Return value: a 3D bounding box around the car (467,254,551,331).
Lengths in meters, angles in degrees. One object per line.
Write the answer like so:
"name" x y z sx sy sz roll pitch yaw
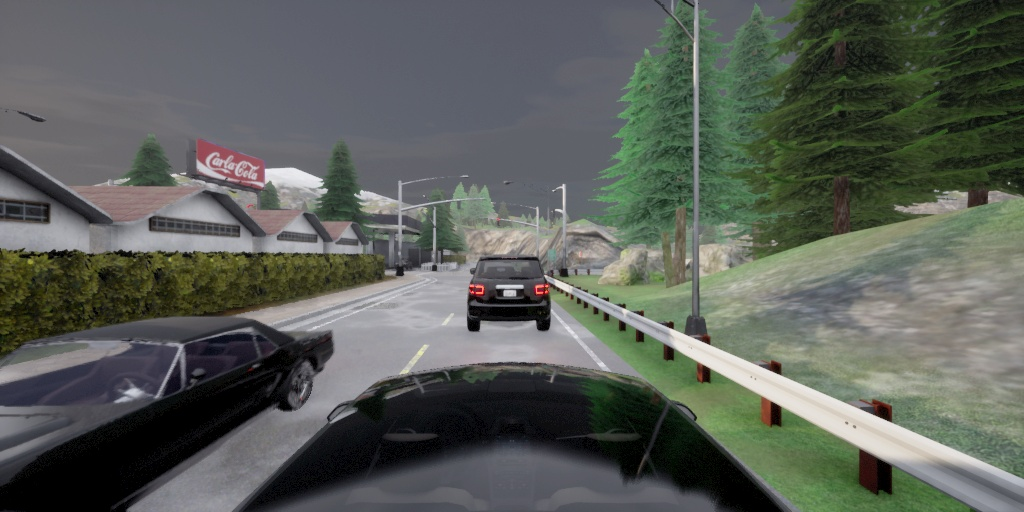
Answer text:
"car" -0.141 0.966 11.080 2.150 2.045 5.566 0 0 -2

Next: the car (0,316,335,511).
"car" -3.629 1.350 3.316 1.895 1.301 4.718 0 0 -1
